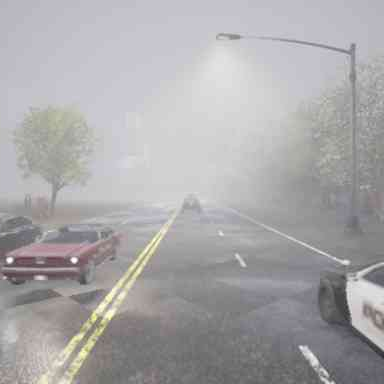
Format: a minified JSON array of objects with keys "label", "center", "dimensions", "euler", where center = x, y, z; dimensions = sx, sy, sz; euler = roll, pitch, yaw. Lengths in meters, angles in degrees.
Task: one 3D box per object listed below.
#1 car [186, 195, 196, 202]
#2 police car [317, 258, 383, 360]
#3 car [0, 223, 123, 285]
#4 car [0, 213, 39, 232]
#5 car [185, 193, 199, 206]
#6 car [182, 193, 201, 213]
[{"label":"car","center":[-0.168,1.492,73.554],"dimensions":[2.033,1.411,5.357],"euler":[0,0,0]},{"label":"police car","center":[3.243,1.505,4.224],"dimensions":[2.038,1.542,4.974],"euler":[0,0,0]},{"label":"car","center":[-3.369,1.610,9.607],"dimensions":[1.895,1.301,4.718],"euler":[0,0,0]},{"label":"car","center":[-6.619,1.515,10.978],"dimensions":[1.837,1.490,4.892],"euler":[0,0,0]},{"label":"car","center":[-0.037,1.208,54.450],"dimensions":[2.150,2.045,5.566],"euler":[0,0,-1]},{"label":"car","center":[-0.093,1.354,37.597],"dimensions":[2.097,1.767,4.553],"euler":[0,0,0]}]
